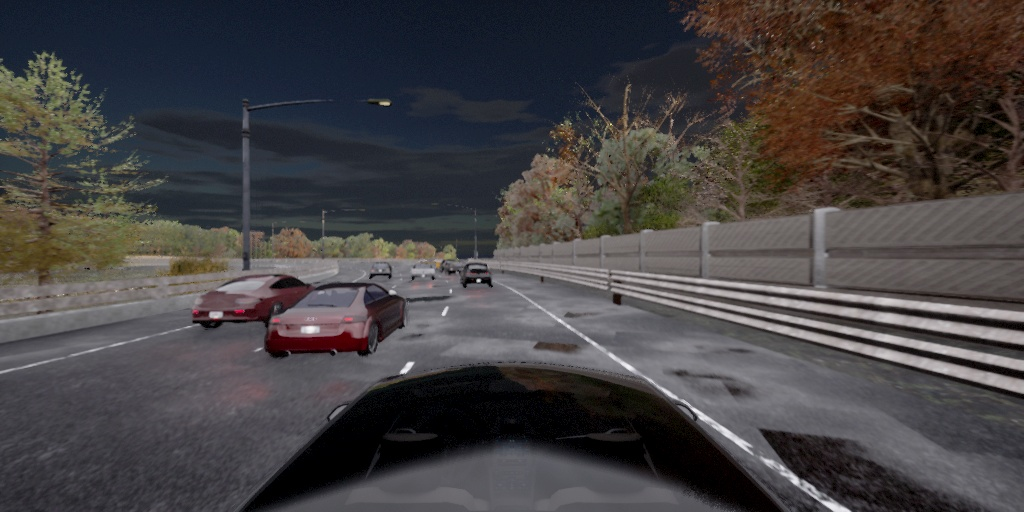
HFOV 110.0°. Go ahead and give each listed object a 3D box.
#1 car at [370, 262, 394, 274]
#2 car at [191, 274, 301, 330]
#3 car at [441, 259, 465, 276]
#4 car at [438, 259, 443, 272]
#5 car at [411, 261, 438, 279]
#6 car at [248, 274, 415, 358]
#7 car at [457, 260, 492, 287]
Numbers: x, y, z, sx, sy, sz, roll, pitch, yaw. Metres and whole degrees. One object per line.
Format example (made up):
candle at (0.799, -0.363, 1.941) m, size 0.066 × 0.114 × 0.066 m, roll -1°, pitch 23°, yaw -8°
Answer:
car at (-11.731, 1.270, 32.287) m, size 2.033 × 1.411 × 5.357 m, roll 0°, pitch 0°, yaw -17°
car at (-7.520, 1.283, 11.161) m, size 1.812 × 1.442 × 4.674 m, roll 0°, pitch 0°, yaw -5°
car at (-5.808, 1.289, 36.439) m, size 1.895 × 1.301 × 4.718 m, roll 0°, pitch 0°, yaw -16°
car at (-7.524, 1.186, 42.357) m, size 1.837 × 1.490 × 4.892 m, roll 0°, pitch 0°, yaw -16°
car at (-7.738, 1.311, 30.963) m, size 1.895 × 1.301 × 4.718 m, roll 0°, pitch 0°, yaw -16°
car at (-3.830, 1.313, 8.564) m, size 1.994 × 1.385 × 4.181 m, roll 0°, pitch 0°, yaw -4°
car at (-2.435, 1.212, 23.850) m, size 1.837 × 1.490 × 4.892 m, roll 0°, pitch 0°, yaw -11°
